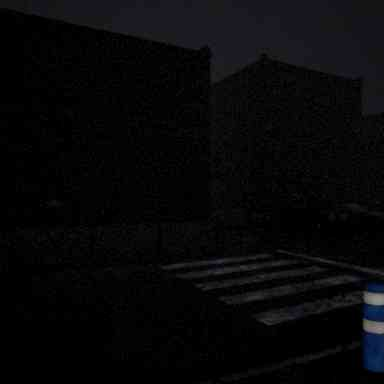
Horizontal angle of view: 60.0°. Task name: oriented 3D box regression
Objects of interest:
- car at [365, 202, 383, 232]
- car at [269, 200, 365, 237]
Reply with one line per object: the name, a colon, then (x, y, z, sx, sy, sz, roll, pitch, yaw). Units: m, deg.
car: (8.591, 1.310, 18.820, 2.097, 1.535, 5.008, 0, 1, -28)
car: (6.172, 1.202, 17.485, 2.185, 1.767, 4.553, 0, 1, -28)
